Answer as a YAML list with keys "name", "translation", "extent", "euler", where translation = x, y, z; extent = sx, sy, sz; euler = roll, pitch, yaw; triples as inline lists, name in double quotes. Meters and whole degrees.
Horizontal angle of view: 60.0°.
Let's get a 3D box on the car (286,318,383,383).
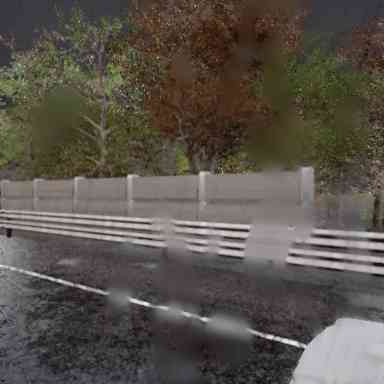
- name: "car"
  translation: [2.902, 1.592, 1.791]
  extent: [4.718, 1.301, 1.895]
  euler: [0, 0, 35]
